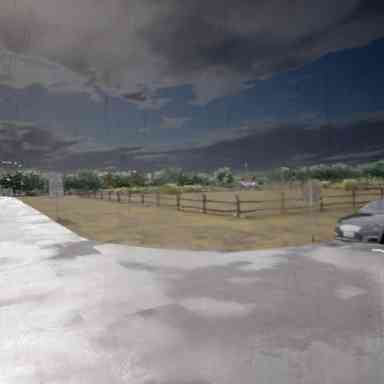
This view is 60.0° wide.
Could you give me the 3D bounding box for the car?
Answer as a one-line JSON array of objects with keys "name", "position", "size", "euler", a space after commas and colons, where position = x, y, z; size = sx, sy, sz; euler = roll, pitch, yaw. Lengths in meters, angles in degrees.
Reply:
[{"name": "car", "position": [7.157, 0.985, 11.763], "size": [4.902, 1.511, 2.128], "euler": [-3, 0, -27]}]
